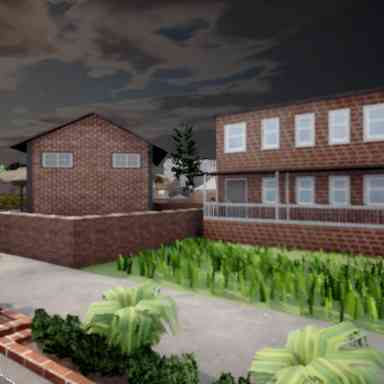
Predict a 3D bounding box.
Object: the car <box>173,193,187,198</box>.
[{"bbox_3d":[-3.127,1.138,87.464,3.866,1.878,1.905,0,0,-19],"label":"car"}]
